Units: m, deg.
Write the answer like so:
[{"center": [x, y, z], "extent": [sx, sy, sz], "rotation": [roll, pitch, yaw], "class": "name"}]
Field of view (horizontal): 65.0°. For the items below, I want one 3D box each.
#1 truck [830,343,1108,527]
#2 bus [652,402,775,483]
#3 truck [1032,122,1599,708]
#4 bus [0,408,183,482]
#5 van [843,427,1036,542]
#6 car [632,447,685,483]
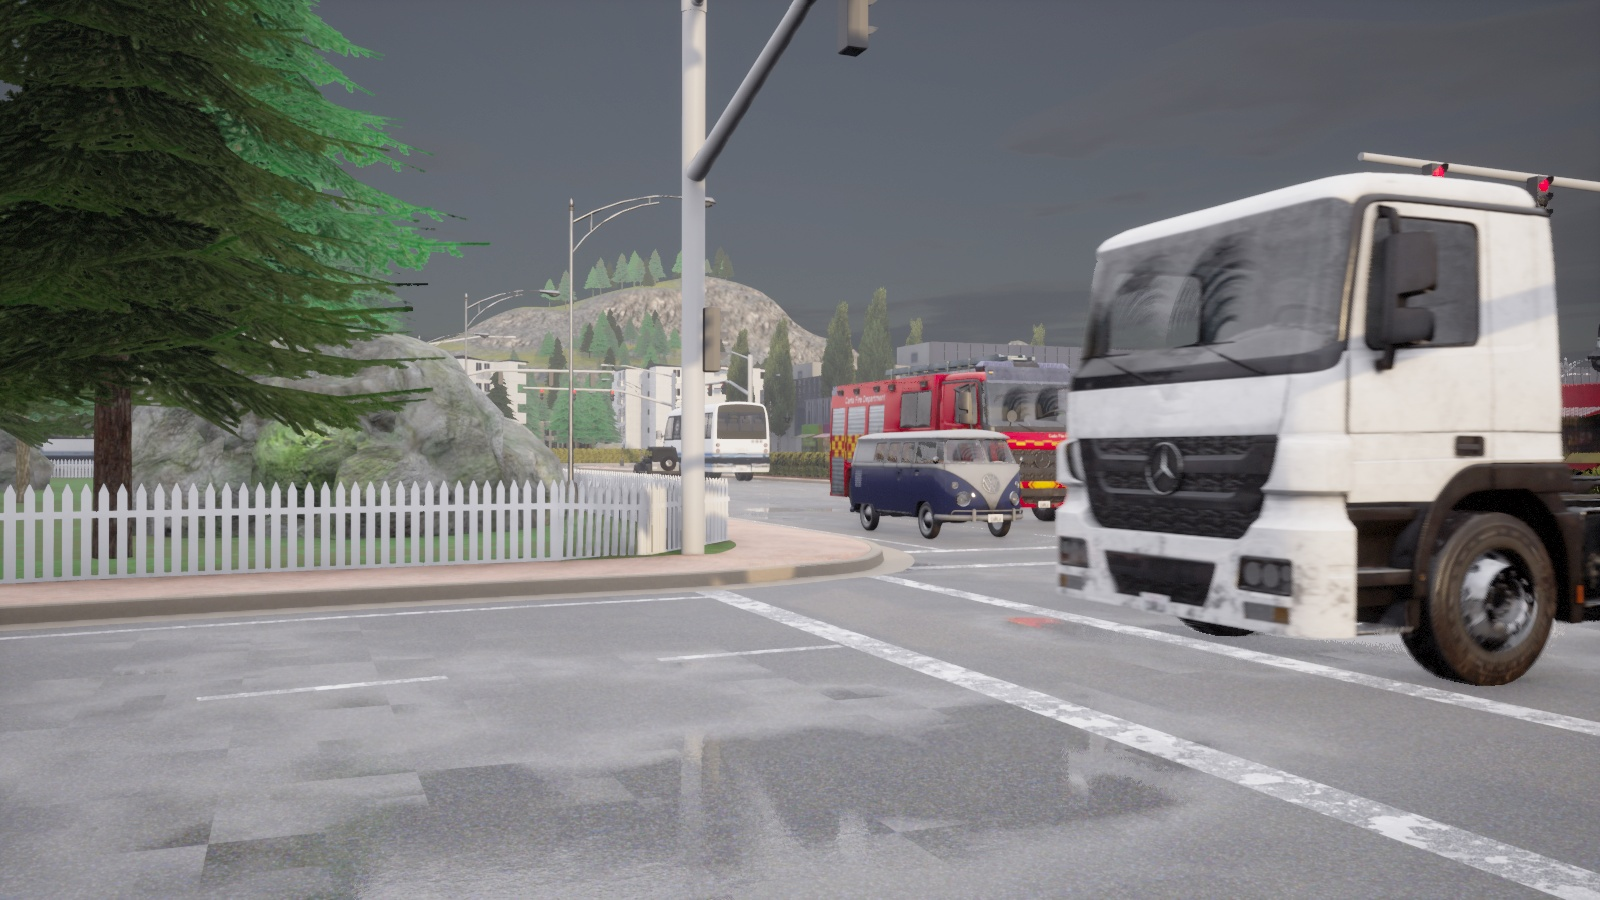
[{"center": [3.741, -0.297, 30.549], "extent": [2.891, 3.827, 8.468], "rotation": [0, 0, -22], "class": "truck"}, {"center": [-5.085, -0.391, 71.120], "extent": [3.944, 4.253, 10.273], "rotation": [0, 0, -22], "class": "bus"}, {"center": [6.087, -0.196, 10.269], "extent": [7.936, 3.462, 2.891], "rotation": [0, 0, -22], "class": "truck"}, {"center": [-42.870, -0.301, 75.260], "extent": [10.273, 4.253, 3.944], "rotation": [0, 0, -21], "class": "bus"}, {"center": [2.553, 0.607, 24.141], "extent": [1.775, 1.987, 4.442], "rotation": [0, 0, -22], "class": "van"}, {"center": [-7.748, 0.780, 68.369], "extent": [1.905, 1.878, 3.866], "rotation": [0, 0, -22], "class": "car"}]
